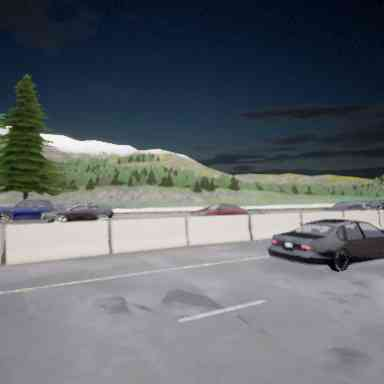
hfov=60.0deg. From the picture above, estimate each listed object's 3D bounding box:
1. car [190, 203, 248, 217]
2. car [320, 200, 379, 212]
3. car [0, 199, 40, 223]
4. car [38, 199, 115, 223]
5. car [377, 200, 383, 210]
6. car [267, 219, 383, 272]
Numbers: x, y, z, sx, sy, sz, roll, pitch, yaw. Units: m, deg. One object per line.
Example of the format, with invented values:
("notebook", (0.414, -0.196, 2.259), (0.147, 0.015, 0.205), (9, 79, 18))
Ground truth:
("car", (2.116, 1.583, 25.498), (4.674, 1.442, 1.812), (0, 0, -29))
("car", (12.390, 1.626, 26.848), (4.892, 1.490, 1.837), (0, 0, -26))
("car", (-12.505, 1.321, 24.920), (4.553, 1.767, 2.097), (0, 0, -32))
("car", (-7.982, 1.485, 23.659), (4.902, 1.511, 2.128), (0, 0, -32))
("car", (24.976, 1.792, 44.344), (4.181, 1.385, 1.994), (0, 0, -25))
("car", (4.967, 1.595, 10.893), (5.357, 1.411, 2.033), (0, 0, -30))
